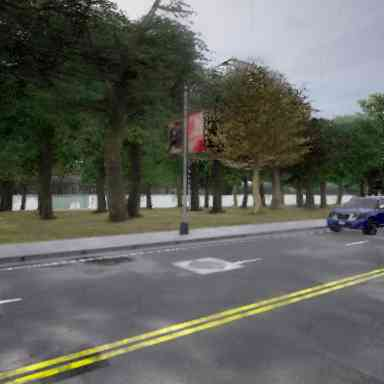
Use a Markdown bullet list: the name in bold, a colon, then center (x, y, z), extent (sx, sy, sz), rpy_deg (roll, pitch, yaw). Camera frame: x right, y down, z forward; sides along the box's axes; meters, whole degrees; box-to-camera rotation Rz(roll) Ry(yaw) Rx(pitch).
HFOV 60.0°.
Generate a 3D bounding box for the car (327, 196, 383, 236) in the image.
- **car**: center (10.042, 1.257, 18.890), extent (5.566, 2.045, 2.150), rpy_deg (0, 0, -35)
